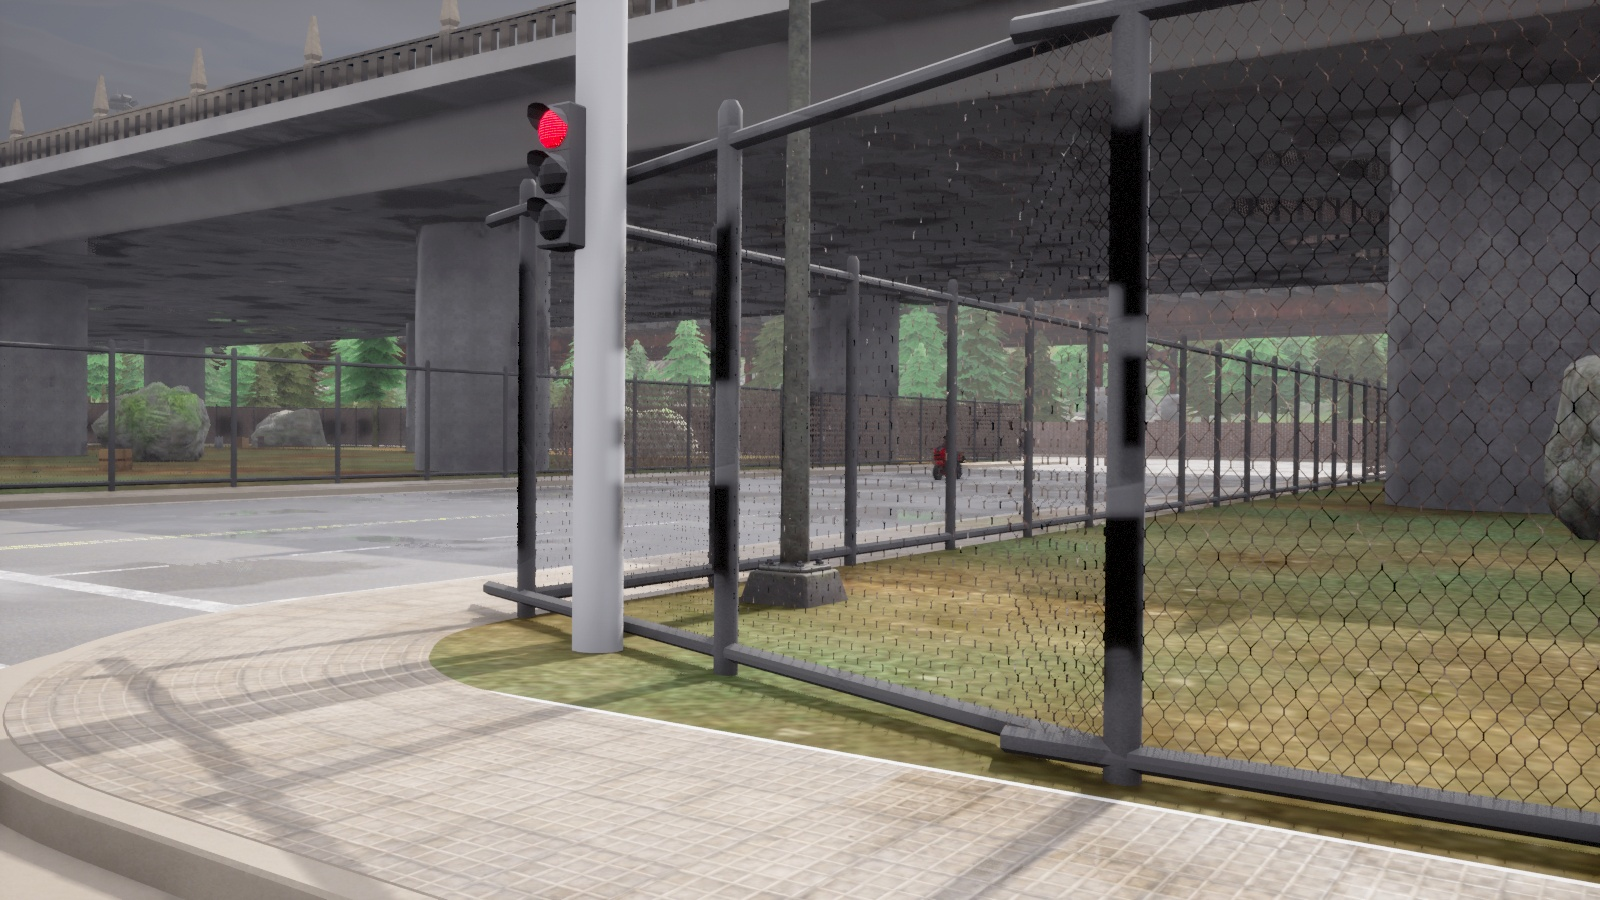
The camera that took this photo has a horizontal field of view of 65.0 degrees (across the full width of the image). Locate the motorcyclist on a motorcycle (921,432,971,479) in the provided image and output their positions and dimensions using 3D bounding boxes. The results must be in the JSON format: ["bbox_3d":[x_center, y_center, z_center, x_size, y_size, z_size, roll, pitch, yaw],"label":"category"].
[{"bbox_3d":[4.806,0.163,41.205,0.797,1.523,2.044,0,1,33],"label":"motorcyclist on a motorcycle"}]
